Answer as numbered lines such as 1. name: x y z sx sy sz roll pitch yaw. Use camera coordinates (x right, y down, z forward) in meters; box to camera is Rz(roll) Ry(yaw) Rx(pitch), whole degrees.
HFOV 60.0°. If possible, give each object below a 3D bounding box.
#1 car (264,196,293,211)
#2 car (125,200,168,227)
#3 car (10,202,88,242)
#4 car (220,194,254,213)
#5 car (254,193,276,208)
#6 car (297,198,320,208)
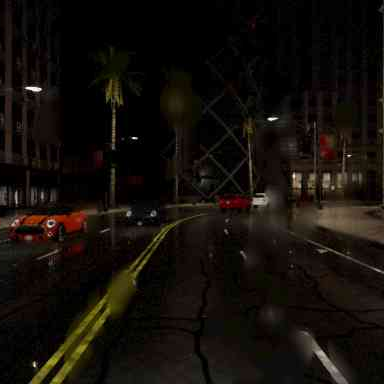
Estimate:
1. car: 10.678 1.525 40.065 1.812 1.442 4.674 0 0 32
2. car: -2.976 1.351 22.541 2.097 1.767 4.553 0 0 6
3. car: -6.797 1.351 16.264 2.097 1.767 4.553 0 0 2
4. car: 4.862 1.221 36.969 2.150 2.045 5.566 0 0 25
5. car: 10.480 1.221 45.952 2.150 2.045 5.566 0 0 42
6. car: 16.550 1.563 46.931 4.181 1.385 1.994 0 0 -43
